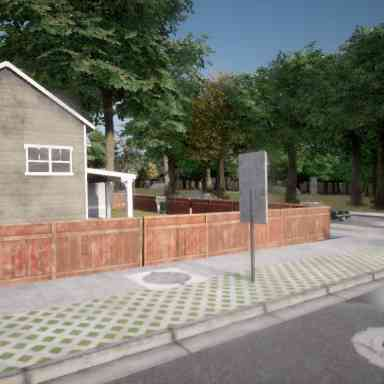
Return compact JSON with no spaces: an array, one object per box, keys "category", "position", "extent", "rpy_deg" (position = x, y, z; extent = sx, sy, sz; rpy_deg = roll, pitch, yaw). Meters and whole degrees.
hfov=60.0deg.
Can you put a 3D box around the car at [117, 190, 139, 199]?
[{"category":"car","position":[-9.737,0.411,50.280],"extent":[1.882,1.535,5.008],"rpy_deg":[-2,3,-35]}]

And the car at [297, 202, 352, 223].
[{"category":"car","position":[8.806,1.378,23.842],"extent":[1.895,1.301,4.718],"rpy_deg":[-2,2,-35]}]

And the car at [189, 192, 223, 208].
[{"category":"car","position":[1.417,0.865,34.325],"extent":[2.097,1.767,4.553],"rpy_deg":[-2,2,-35]}]
